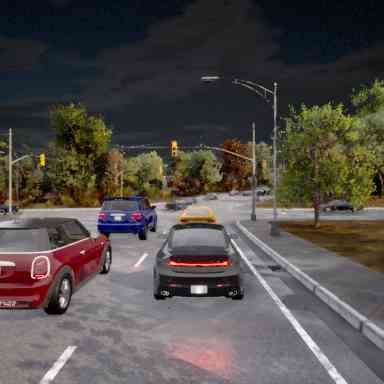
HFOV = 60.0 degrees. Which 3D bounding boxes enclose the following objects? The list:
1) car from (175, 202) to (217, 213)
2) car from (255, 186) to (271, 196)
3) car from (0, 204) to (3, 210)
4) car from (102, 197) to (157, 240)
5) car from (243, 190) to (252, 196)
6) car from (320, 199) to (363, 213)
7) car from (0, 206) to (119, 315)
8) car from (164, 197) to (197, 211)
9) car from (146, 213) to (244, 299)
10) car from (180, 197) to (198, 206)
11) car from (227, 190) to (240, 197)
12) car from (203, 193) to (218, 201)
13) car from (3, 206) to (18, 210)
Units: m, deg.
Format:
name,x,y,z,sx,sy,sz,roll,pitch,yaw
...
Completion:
name,x,y,z,sx,sy,sz,roll,pitch,yaw
car,0.340,1.518,17.804,1.882,1.535,5.008,0,0,2
car,17.911,0.149,83.010,1.882,1.535,5.008,0,3,33
car,-21.534,1.708,32.121,4.902,1.511,2.128,-1,0,4
car,-3.189,1.260,17.321,2.150,2.045,5.566,0,0,2
car,14.590,0.266,84.288,1.994,1.385,4.181,0,3,33
car,16.368,1.533,36.977,4.902,1.511,2.128,-1,0,4
car,-3.356,1.362,7.758,2.097,1.767,4.553,0,0,1
car,-1.780,1.664,41.282,2.033,1.411,5.357,0,0,-26
car,0.150,1.516,8.425,1.837,1.490,4.892,0,0,1
car,-0.480,1.610,59.728,1.994,1.385,4.181,0,1,18
car,10.632,0.353,84.536,1.812,1.442,4.674,0,3,31
car,4.048,0.979,71.774,2.097,1.767,4.553,0,2,23
car,-21.189,1.826,35.611,4.718,1.301,1.895,-1,0,3
